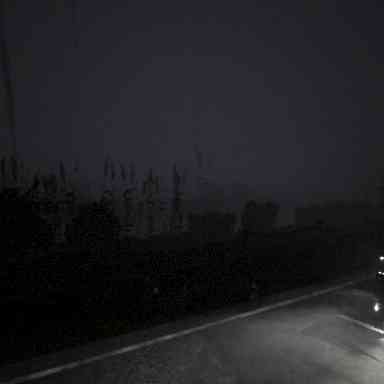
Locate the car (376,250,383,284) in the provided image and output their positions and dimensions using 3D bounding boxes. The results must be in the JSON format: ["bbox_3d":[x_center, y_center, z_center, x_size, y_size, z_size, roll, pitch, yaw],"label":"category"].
[{"bbox_3d":[6.609,1.609,8.660,4.902,1.511,2.128,1,-1,-38],"label":"car"}]
